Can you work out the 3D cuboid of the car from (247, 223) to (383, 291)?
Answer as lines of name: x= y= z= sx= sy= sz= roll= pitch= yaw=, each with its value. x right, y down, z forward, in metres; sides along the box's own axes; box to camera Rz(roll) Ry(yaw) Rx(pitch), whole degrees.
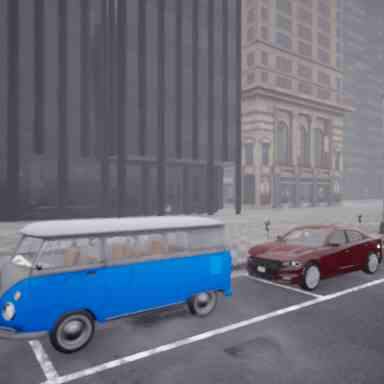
car: x=3.464 y=1.580 z=9.119 sx=4.507 sy=1.381 sz=1.887 roll=0 pitch=0 yaw=-35

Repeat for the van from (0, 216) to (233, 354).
van: x=-1.129 y=1.352 z=5.846 sx=3.998 sy=1.788 sz=1.690 roll=0 pitch=0 yaw=-35
